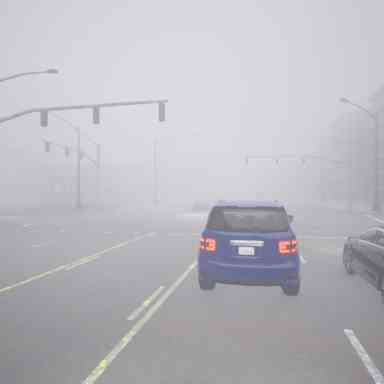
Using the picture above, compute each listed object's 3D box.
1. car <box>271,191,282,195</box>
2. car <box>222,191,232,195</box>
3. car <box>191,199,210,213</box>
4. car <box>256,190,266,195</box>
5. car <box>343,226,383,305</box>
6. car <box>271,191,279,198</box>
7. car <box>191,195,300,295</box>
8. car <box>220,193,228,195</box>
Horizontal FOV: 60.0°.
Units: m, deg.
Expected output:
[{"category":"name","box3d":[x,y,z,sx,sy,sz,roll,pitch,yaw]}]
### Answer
[{"category":"car","box3d":[19.059,0.707,74.747,2.097,1.767,4.553,0,1,11]},{"category":"car","box3d":[7.142,0.725,68.825,2.150,2.045,5.566,0,1,11]},{"category":"car","box3d":[1.019,1.548,37.697,1.895,1.301,4.718,0,0,5]},{"category":"car","box3d":[15.636,0.904,75.482,1.994,1.385,4.181,0,1,11]},{"category":"car","box3d":[4.822,1.492,7.464,2.128,1.511,4.902,0,0,11]},{"category":"car","box3d":[21.057,0.609,84.593,1.837,1.490,4.892,0,1,11]},{"category":"car","box3d":[1.562,1.221,9.002,2.150,2.045,5.566,0,0,11]},{"category":"car","box3d":[4.151,1.307,54.500,2.033,1.411,5.357,0,1,13]}]
